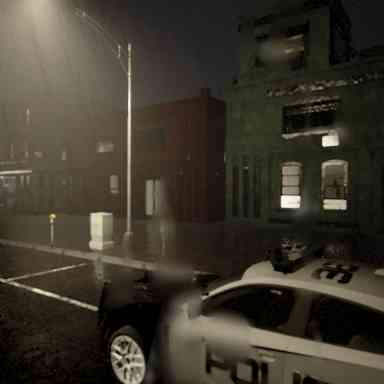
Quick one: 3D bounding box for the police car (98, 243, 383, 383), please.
[{"bbox_3d":[1.019,1.427,3.631,5.238,1.638,1.930,0,0,35],"label":"police car"}]
